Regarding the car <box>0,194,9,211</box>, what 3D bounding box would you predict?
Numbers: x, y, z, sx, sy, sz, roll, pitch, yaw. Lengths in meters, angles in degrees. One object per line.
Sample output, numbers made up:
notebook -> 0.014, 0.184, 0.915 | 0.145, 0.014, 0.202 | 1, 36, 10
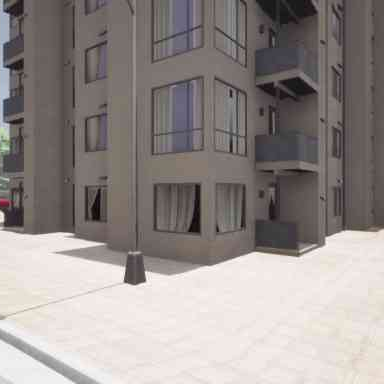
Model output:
car -> -21.069, 1.222, 36.465 | 2.150, 2.045, 5.566 | 0, 0, 15
